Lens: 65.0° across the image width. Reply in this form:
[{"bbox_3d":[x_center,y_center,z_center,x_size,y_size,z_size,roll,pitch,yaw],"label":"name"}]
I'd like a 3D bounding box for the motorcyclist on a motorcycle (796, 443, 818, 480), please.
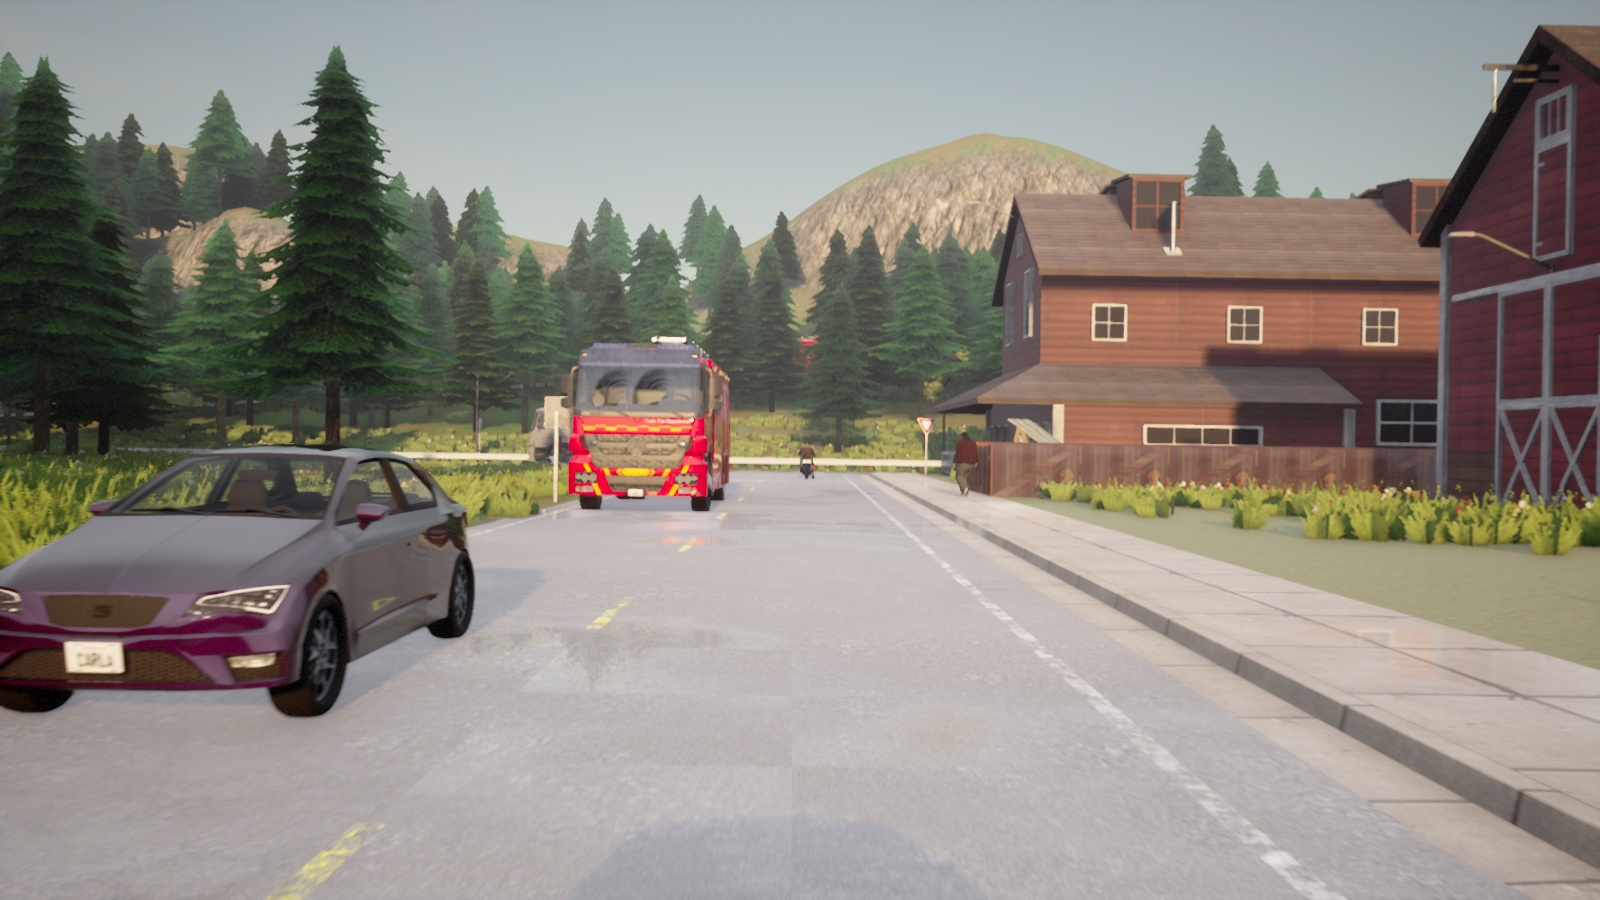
[{"bbox_3d":[0.294,0.456,53.308,0.866,1.530,2.191,1,0,0],"label":"motorcyclist on a motorcycle"}]

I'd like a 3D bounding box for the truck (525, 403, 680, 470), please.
[{"bbox_3d":[-10.697,-0.712,68.587,7.936,3.462,2.891,1,0,0],"label":"truck"}]

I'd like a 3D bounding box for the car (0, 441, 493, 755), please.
[{"bbox_3d":[-3.429,0.696,8.123,1.816,1.474,4.193,1,0,0],"label":"car"}]

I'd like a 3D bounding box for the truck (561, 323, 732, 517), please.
[{"bbox_3d":[-3.304,-0.633,29.390,2.891,3.827,8.468,1,0,0],"label":"truck"}]

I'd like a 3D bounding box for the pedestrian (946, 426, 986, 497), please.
[{"bbox_3d":[4.383,0.288,33.113,0.634,1.844,0.899,1,0,-24],"label":"pedestrian"}]
